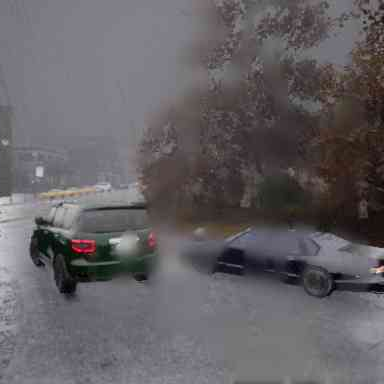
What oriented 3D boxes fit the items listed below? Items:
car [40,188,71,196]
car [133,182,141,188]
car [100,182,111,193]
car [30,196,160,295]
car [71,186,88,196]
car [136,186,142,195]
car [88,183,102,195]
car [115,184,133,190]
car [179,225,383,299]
[{"bbox_3d":[-21.729,0.291,52.210,1.946,1.575,5.366,0,3,11],"label":"car"},{"bbox_3d":[-14.728,-1.921,90.503,2.231,1.521,4.892,0,3,10],"label":"car"},{"bbox_3d":[-18.697,-0.917,68.750,2.435,2.045,5.566,0,3,10],"label":"car"},{"bbox_3d":[-2.914,1.257,9.243,2.150,2.045,5.566,0,0,-34],"label":"car"},{"bbox_3d":[-20.729,-0.025,57.632,1.946,1.575,5.366,0,3,10],"label":"car"},{"bbox_3d":[-8.150,-0.296,60.898,1.882,1.535,5.008,0,3,10],"label":"car"},{"bbox_3d":[-19.738,-0.339,63.059,1.946,1.575,5.366,0,3,10],"label":"car"},{"bbox_3d":[-16.719,-1.263,79.616,2.163,1.488,4.792,0,3,10],"label":"car"},{"bbox_3d":[2.170,1.574,8.572,5.357,1.411,2.033,0,0,39],"label":"car"}]
